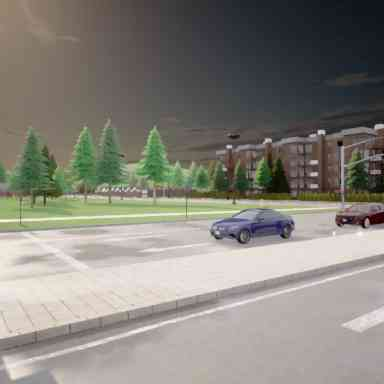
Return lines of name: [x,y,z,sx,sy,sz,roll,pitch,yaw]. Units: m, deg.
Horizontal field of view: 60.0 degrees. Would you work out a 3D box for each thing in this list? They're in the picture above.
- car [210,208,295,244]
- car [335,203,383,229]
car: [3.004,1.526,15.935,4.674,1.442,1.812,0,0,-36]
car: [11.445,1.478,21.925,5.008,1.535,1.882,0,0,-35]
